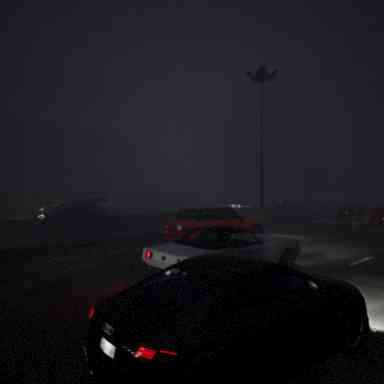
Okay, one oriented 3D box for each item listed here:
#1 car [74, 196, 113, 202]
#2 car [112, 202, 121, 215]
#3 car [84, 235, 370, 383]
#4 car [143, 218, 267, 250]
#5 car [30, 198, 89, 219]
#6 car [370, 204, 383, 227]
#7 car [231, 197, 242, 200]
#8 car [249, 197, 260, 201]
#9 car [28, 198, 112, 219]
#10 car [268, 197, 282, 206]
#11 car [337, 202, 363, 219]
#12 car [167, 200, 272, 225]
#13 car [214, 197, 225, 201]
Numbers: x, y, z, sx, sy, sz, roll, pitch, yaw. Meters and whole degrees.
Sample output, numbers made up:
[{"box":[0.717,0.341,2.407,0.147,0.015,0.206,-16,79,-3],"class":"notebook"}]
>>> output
[{"box":[-9.274,1.331,28.556,2.150,2.045,5.566,0,0,45],"class":"car"},{"box":[-7.857,1.697,25.077,4.718,1.301,1.895,0,0,-44],"class":"car"},{"box":[0.704,1.582,4.677,4.181,1.385,1.994,0,0,-38],"class":"car"},{"box":[1.071,1.637,9.434,4.718,1.301,1.895,0,0,-40],"class":"car"},{"box":[-12.150,1.470,30.711,2.097,1.767,4.553,0,0,44],"class":"car"},{"box":[13.693,1.565,23.000,1.882,1.535,5.008,0,0,37],"class":"car"},{"box":[8.802,1.750,65.476,2.128,1.511,4.902,0,0,9],"class":"car"},{"box":[11.485,1.708,60.789,1.882,1.535,5.008,0,0,11],"class":"car"},{"box":[-7.693,1.432,20.615,4.553,1.767,2.097,0,0,-42],"class":"car"},{"box":[13.756,1.562,55.248,2.097,1.767,4.553,0,0,14],"class":"car"},{"box":[14.436,1.640,30.281,1.812,1.442,4.674,0,0,32],"class":"car"},{"box":[1.077,1.407,14.198,4.553,1.767,2.097,0,0,-42],"class":"car"},{"box":[5.541,1.756,67.210,1.837,1.490,4.892,0,0,9],"class":"car"}]
